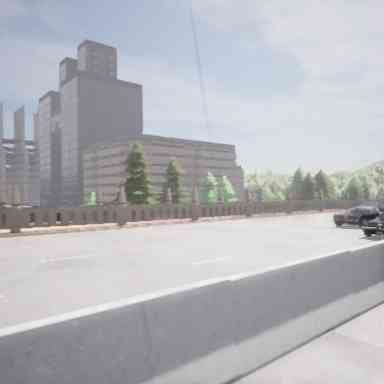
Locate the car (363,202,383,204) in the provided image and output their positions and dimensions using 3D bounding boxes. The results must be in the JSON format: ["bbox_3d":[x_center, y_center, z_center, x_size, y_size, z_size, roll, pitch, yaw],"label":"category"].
[{"bbox_3d":[17.502,1.672,32.211,5.357,1.411,2.033,0,0,-40],"label":"car"}]

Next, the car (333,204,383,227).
[{"bbox_3d":[11.519,1.691,22.646,4.718,1.301,1.895,0,0,-40],"label":"car"}]

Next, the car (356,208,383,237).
[{"bbox_3d":[10.734,1.666,17.427,4.718,1.301,1.895,0,0,-40],"label":"car"}]
